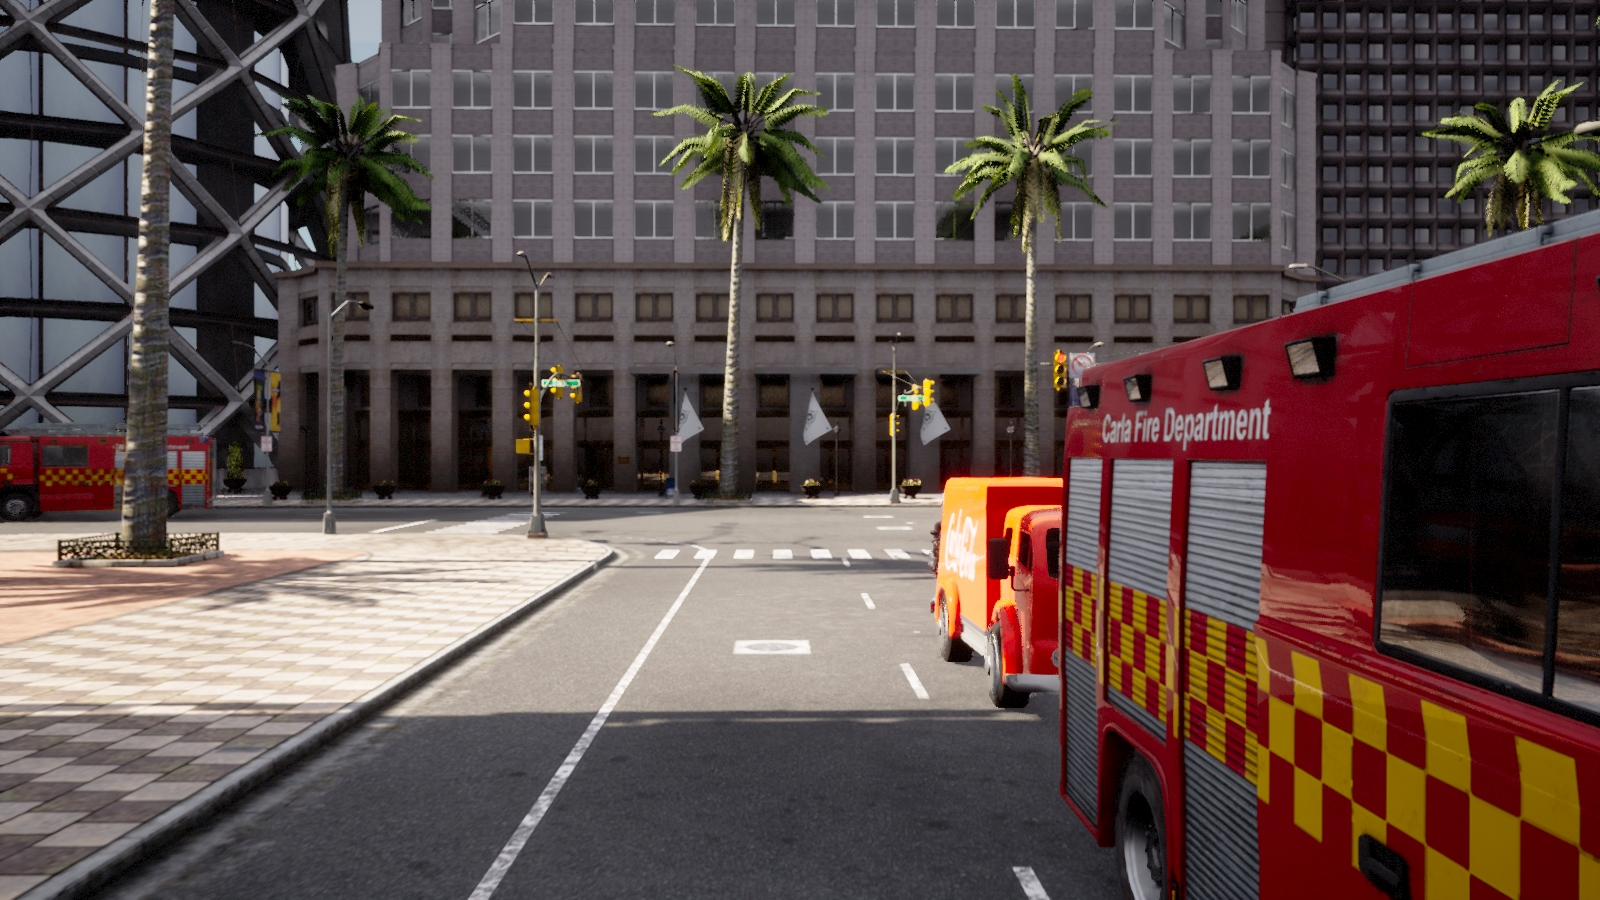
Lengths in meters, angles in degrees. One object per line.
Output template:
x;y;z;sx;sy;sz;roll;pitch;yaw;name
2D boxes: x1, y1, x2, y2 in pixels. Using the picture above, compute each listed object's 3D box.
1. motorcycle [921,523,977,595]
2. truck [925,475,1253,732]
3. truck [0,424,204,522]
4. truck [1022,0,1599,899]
3.032;2.205;23.461;0.867;1.251;2.209;0;0;0;motorcycle
3.155;1.573;13.946;2.627;2.467;5.204;0;0;-1;truck
-29.154;0.890;46.550;8.468;3.827;2.891;0;0;-23;truck
3.048;0.891;3.661;2.891;3.827;8.468;0;0;-1;truck
